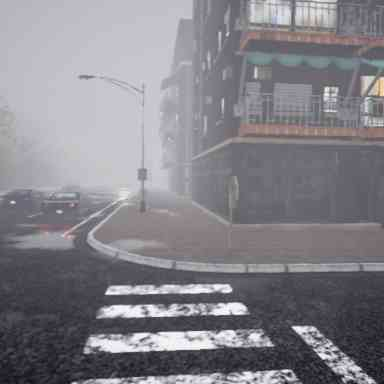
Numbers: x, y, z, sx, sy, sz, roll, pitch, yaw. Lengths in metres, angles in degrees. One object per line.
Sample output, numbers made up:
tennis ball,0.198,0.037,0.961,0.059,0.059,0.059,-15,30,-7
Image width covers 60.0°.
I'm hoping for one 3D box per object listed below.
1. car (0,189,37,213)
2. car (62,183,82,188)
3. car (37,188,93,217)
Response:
car,-10.527,0.477,21.119,1.994,1.385,4.181,0,2,-7
car,-16.997,-0.573,47.152,1.895,1.301,4.718,0,2,-6
car,-7.030,0.626,19.211,1.895,1.301,4.718,0,2,-7
